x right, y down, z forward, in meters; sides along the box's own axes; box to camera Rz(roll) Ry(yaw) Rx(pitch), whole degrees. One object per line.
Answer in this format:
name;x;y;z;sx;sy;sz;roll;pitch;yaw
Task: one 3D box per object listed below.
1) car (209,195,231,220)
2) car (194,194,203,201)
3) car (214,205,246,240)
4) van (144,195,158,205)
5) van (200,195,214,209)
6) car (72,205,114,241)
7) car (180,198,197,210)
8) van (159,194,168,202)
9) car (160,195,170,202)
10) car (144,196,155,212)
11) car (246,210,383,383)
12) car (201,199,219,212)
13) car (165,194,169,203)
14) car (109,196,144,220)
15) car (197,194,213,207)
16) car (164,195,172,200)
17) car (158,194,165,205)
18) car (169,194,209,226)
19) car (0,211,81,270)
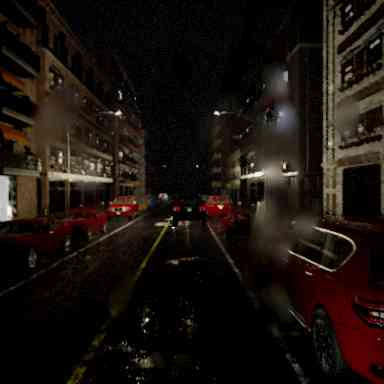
car;2.186;1.282;28.058;2.192;1.841;5.009;-1;0;-1
car;1.490;1.366;79.033;1.967;1.590;4.097;-1;0;-1
car;2.346;1.558;16.731;1.802;1.307;4.206;-1;0;-1
van;-5.926;1.324;44.967;1.690;1.788;3.998;-1;0;-1
van;1.954;1.294;45.049;1.690;1.788;3.998;-1;0;-1
car;-5.535;1.550;16.713;1.887;1.381;4.507;-1;0;-1
car;-0.464;1.528;42.340;1.994;1.385;4.181;0;0;-1
van;-6.312;1.302;73.221;1.690;1.788;3.998;-1;0;-1
car;-6.386;1.522;78.872;1.947;1.339;4.313;-1;0;-1
car;-5.843;1.513;39.146;1.752;1.417;4.829;-1;0;-1
car;2.497;1.300;5.403;2.192;1.841;5.009;-1;0;-1
car;2.036;1.539;39.386;1.802;1.307;4.206;-1;0;-1
car;-6.232;1.516;67.570;2.008;1.369;4.403;-1;0;-1
car;-5.694;1.311;28.014;2.192;1.841;5.009;-1;0;-1
car;1.876;1.264;50.713;2.192;1.841;5.009;-1;0;-1
car;-6.539;1.473;90.003;1.752;1.417;4.829;-1;0;-1
car;-6.079;1.414;56.268;1.967;1.590;4.097;-1;0;-1
car;-0.206;1.201;23.216;2.150;2.045;5.566;0;0;-1
car;-5.458;1.555;11.062;1.887;1.381;4.507;-1;0;-1
